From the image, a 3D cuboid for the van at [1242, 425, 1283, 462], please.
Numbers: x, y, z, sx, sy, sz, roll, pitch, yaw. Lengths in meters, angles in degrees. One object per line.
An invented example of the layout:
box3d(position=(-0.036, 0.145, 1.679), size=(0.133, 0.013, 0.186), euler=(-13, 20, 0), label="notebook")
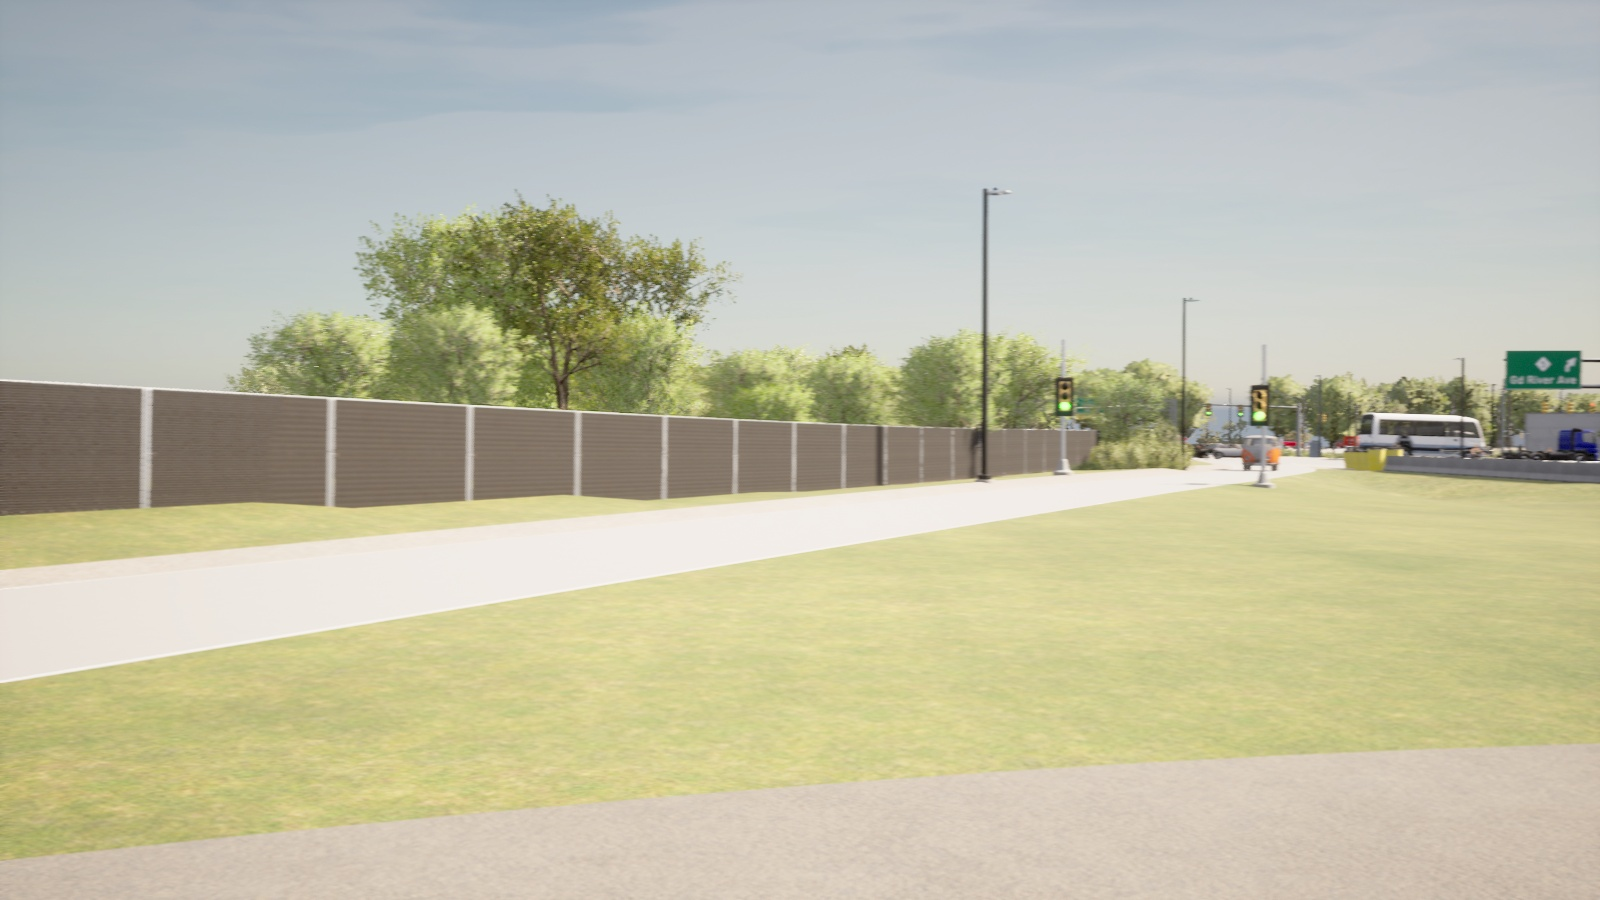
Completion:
box3d(position=(25.857, -0.373, 70.103), size=(1.775, 1.987, 4.442), euler=(0, 0, 25), label="van")
